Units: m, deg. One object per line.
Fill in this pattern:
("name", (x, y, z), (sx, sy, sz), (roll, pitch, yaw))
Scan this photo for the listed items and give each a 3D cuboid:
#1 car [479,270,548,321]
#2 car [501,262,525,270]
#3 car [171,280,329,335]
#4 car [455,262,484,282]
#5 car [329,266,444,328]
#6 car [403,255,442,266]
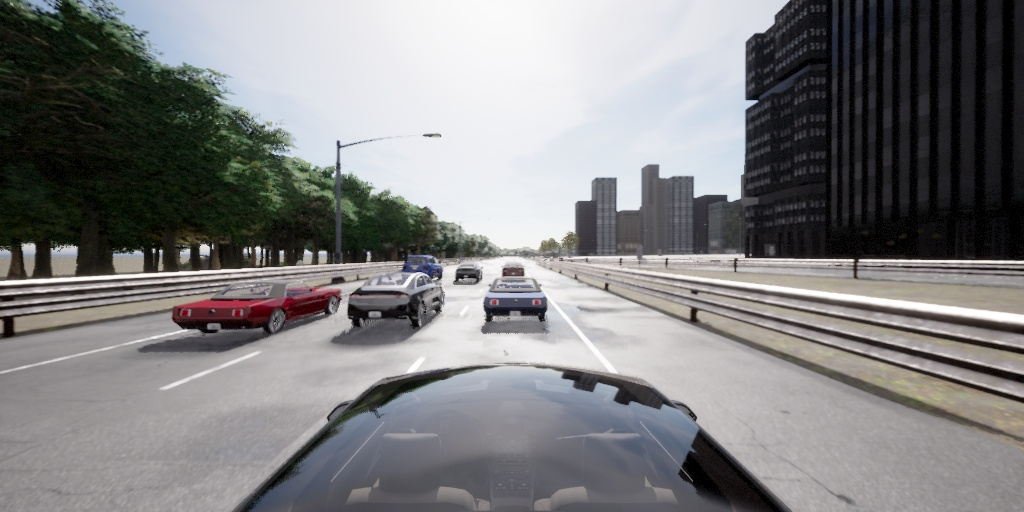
("car", (0.103, 1.350, 12.423), (1.895, 1.301, 4.718), (0, 0, 0))
("car", (0.107, 1.224, 30.327), (1.882, 1.535, 5.008), (0, 0, 0))
("car", (-6.899, 1.350, 10.530), (1.895, 1.301, 4.718), (0, 0, 0))
("car", (-3.391, 1.252, 28.845), (1.837, 1.490, 4.892), (0, 0, 0))
("car", (-3.398, 1.241, 11.316), (2.128, 1.511, 4.902), (0, 0, 0))
("car", (-6.893, 0.969, 28.100), (2.150, 2.045, 5.566), (0, 0, 0))
